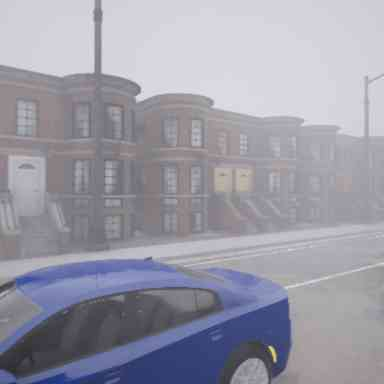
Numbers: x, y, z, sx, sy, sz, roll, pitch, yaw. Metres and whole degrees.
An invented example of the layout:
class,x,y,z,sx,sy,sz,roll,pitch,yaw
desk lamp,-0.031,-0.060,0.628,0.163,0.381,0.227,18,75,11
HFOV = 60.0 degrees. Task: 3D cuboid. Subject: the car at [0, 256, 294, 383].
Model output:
class,x,y,z,sx,sy,sz,roll,pitch,yaw
car,-1.152,1.482,3.172,5.008,1.535,1.882,0,0,-36
